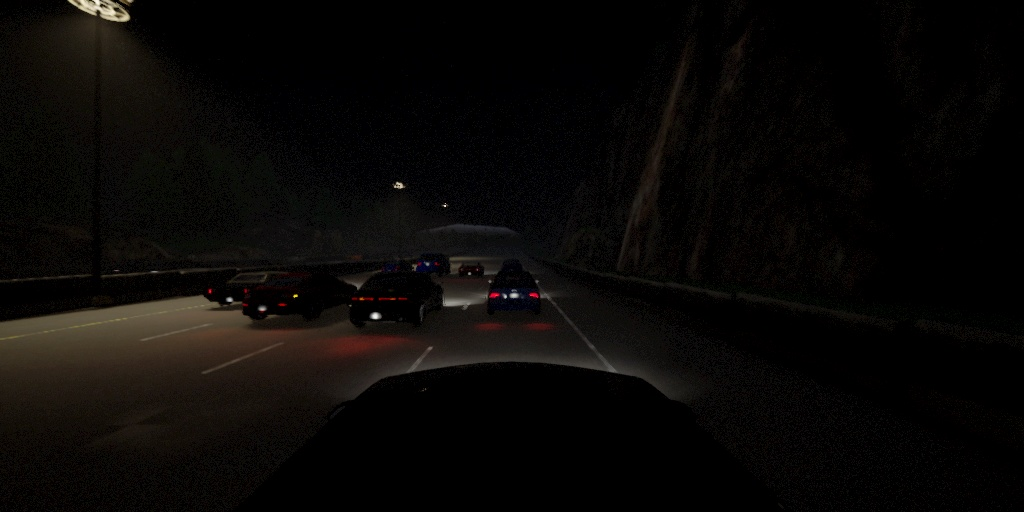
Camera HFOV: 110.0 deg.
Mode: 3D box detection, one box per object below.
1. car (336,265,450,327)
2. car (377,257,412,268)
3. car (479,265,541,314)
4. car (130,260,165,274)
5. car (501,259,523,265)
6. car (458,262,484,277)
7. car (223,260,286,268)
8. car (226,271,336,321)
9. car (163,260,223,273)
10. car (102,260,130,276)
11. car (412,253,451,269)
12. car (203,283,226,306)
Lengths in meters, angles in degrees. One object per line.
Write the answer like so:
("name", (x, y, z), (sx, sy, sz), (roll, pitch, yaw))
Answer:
("car", (-3.437, 1.230, 11.444), (1.837, 1.490, 4.892), (0, 1, 0))
("car", (-10.500, 1.069, 33.044), (1.812, 1.442, 4.674), (0, 1, 0))
("car", (0.063, 1.253, 13.524), (2.033, 1.411, 5.357), (0, 0, 0))
("car", (-28.182, 1.118, 29.926), (1.837, 1.490, 4.892), (0, 1, 0))
("car", (-0.002, 1.001, 33.174), (1.882, 1.535, 5.008), (0, 1, 0))
("car", (-3.495, 1.149, 31.753), (1.895, 1.301, 4.718), (0, 1, 0))
("car", (-21.184, 1.088, 30.255), (2.128, 1.511, 4.902), (0, 1, 0))
("car", (-6.941, 1.251, 12.260), (1.812, 1.442, 4.674), (0, 0, 0))
("car", (-24.681, 1.219, 28.853), (1.895, 1.301, 4.718), (0, 1, 0))
("car", (-31.682, 1.108, 30.111), (2.128, 1.511, 4.902), (0, 1, 0))
("car", (-6.997, 0.767, 32.403), (2.150, 2.045, 5.566), (0, 1, 0))
("car", (-10.442, 1.314, 15.473), (1.895, 1.301, 4.718), (0, 0, 0))
